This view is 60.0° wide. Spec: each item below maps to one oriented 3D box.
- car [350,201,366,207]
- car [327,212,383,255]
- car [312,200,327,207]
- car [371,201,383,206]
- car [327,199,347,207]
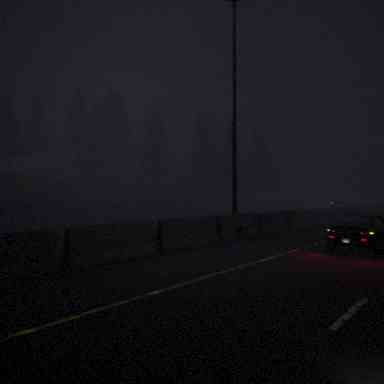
[{"bbox_3d":[31.576,2.455,63.215,1.895,1.301,4.718,1,-1,41],"label":"car"},{"bbox_3d":[6.945,1.549,13.435,1.812,1.442,4.674,1,0,41],"label":"car"},{"bbox_3d":[26.311,2.297,67.826,2.033,1.411,5.357,1,-1,41],"label":"car"},{"bbox_3d":[34.242,2.412,60.946,1.837,1.490,4.892,1,-1,41],"label":"car"},{"bbox_3d":[28.979,2.165,65.557,2.097,1.767,4.553,1,-1,41],"label":"car"}]
